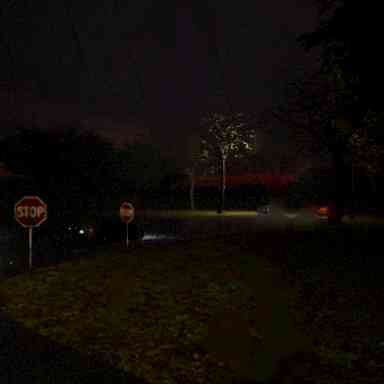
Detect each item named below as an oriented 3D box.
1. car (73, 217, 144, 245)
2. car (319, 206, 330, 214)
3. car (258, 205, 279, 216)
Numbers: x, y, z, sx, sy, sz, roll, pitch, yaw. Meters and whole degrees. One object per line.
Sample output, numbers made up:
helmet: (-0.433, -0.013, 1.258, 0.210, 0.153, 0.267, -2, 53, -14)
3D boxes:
car: (-4.771, 2.182, 19.532, 1.994, 1.385, 4.181, 1, -1, 36)
car: (26.803, 3.564, 66.801, 2.097, 1.767, 4.553, 1, -1, 28)
car: (13.005, 3.020, 56.397, 2.097, 1.767, 4.553, 1, -1, 36)
